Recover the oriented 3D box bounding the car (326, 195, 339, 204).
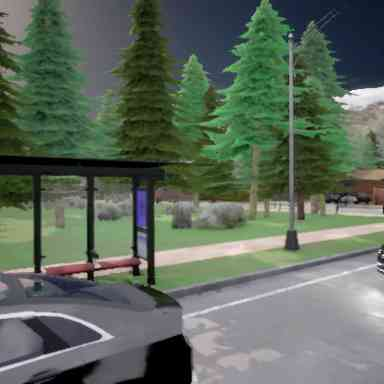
[{"bbox_3d":[21.422,0.823,48.656,3.866,1.878,1.905,-1,0,-37],"label":"car"}]

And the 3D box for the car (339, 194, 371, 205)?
[{"bbox_3d":[23.240,0.817,46.876,4.605,1.855,1.932,-1,0,-37],"label":"car"}]

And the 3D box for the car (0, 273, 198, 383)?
[{"bbox_3d":[-2.247,1.497,2.385,4.902,1.511,2.128,0,0,-36],"label":"car"}]

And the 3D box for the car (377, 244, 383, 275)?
[{"bbox_3d":[6.790,1.427,8.801,4.892,1.490,1.837,0,0,-35],"label":"car"}]
